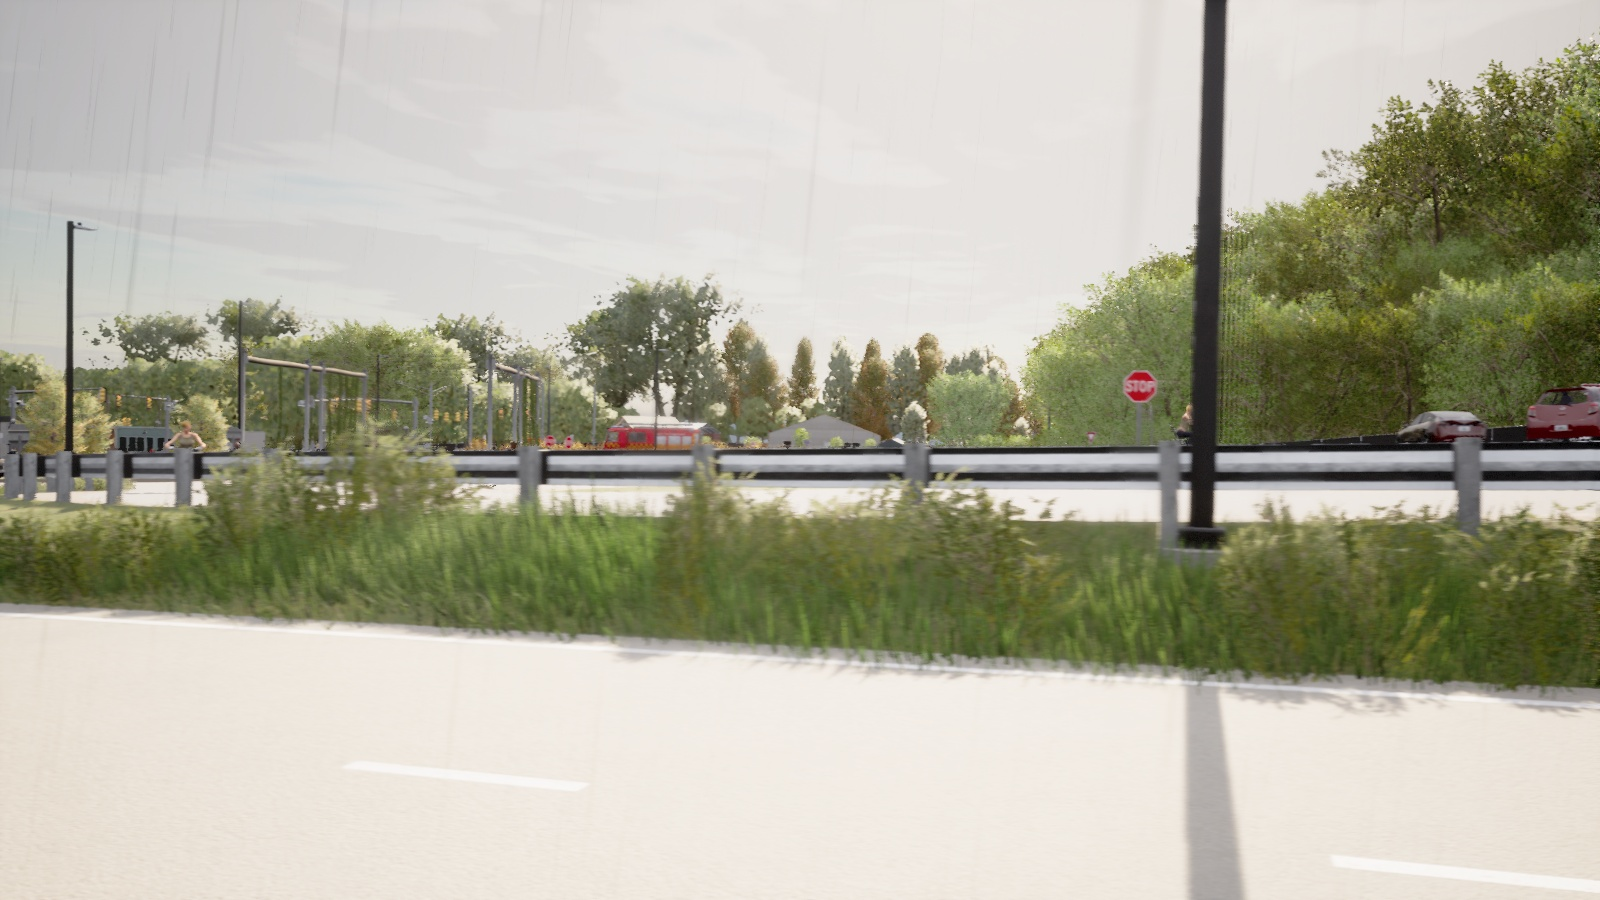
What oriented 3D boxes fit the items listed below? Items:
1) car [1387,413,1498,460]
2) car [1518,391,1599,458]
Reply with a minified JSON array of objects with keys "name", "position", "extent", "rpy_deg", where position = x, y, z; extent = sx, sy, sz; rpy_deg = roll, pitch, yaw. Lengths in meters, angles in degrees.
[{"name":"car","position":[23.131,-0.448,45.399],"extent":[2.163,1.488,4.792],"rpy_deg":[1,-1,9]},{"name":"car","position":[19.522,-0.633,31.077],"extent":[3.633,1.501,1.845],"rpy_deg":[-2,-1,-40]}]
